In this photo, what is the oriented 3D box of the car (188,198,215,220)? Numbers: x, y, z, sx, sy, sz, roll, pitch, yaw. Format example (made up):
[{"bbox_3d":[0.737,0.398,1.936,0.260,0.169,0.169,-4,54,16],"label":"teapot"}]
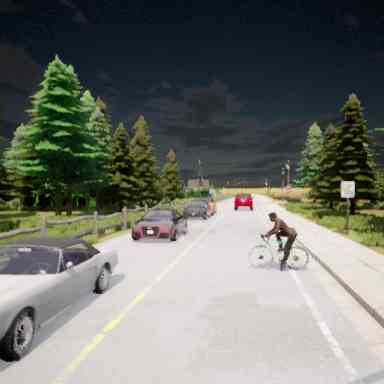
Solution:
[{"bbox_3d":[0.483,1.461,27.374,1.837,1.490,4.892,0,0,9],"label":"car"}]

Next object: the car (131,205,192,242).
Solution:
[{"bbox_3d":[-1.466,1.534,16.228,1.994,1.385,4.181,0,0,10],"label":"car"}]

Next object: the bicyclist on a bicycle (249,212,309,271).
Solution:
[{"bbox_3d":[2.445,1.402,9.409,1.656,1.620,0.582,0,0,9],"label":"bicyclist on a bicycle"}]

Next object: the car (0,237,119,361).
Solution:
[{"bbox_3d":[-2.991,1.590,6.107,1.895,1.301,4.718,0,0,7],"label":"car"}]

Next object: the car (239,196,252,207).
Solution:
[{"bbox_3d":[8.176,1.374,50.520,1.882,1.535,5.008,0,0,11],"label":"car"}]

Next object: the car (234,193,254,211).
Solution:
[{"bbox_3d":[6.285,1.137,40.280,2.150,2.045,5.566,0,0,10],"label":"car"}]

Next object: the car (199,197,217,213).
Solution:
[{"bbox_3d":[1.211,1.291,32.357,2.097,1.767,4.553,0,0,9],"label":"car"}]
